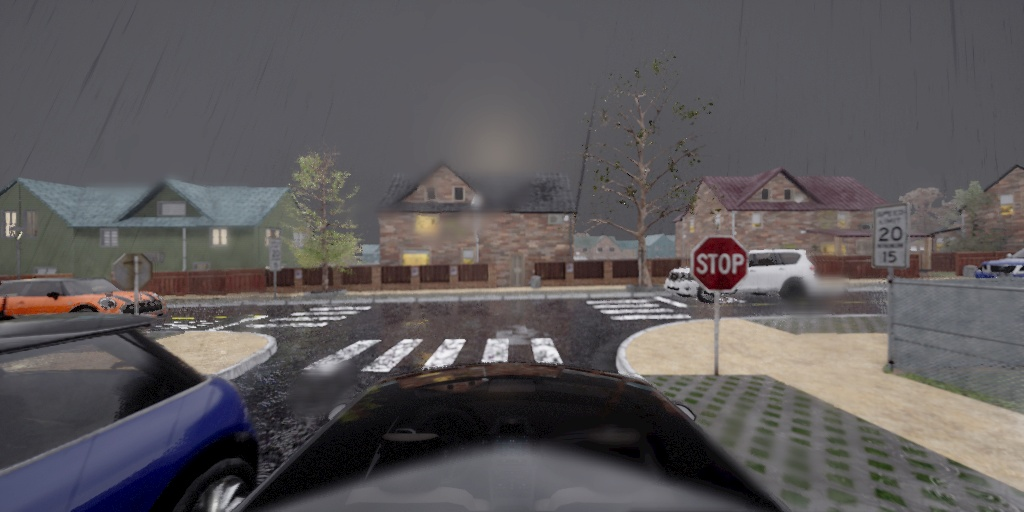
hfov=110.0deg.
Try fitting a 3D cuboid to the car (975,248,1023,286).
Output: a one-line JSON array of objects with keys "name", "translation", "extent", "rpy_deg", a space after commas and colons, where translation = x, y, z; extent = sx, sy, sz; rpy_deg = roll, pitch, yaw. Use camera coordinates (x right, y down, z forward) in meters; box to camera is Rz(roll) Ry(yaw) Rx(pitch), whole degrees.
[{"name": "car", "translation": [23.008, 0.453, 14.914], "extent": [5.566, 2.045, 2.150], "rpy_deg": [-2, 0, 0]}]

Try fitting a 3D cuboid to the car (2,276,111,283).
[{"name": "car", "translation": [-14.404, 1.491, 11.901], "extent": [4.553, 1.767, 2.097], "rpy_deg": [-1, 0, 0]}]

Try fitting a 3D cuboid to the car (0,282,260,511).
[{"name": "car", "translation": [-2.816, 1.093, 0.546], "extent": [2.097, 1.767, 4.553], "rpy_deg": [0, 0, 1]}]

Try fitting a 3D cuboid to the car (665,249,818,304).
[{"name": "car", "translation": [9.386, 0.776, 14.892], "extent": [5.566, 2.045, 2.150], "rpy_deg": [-1, 0, 0]}]
